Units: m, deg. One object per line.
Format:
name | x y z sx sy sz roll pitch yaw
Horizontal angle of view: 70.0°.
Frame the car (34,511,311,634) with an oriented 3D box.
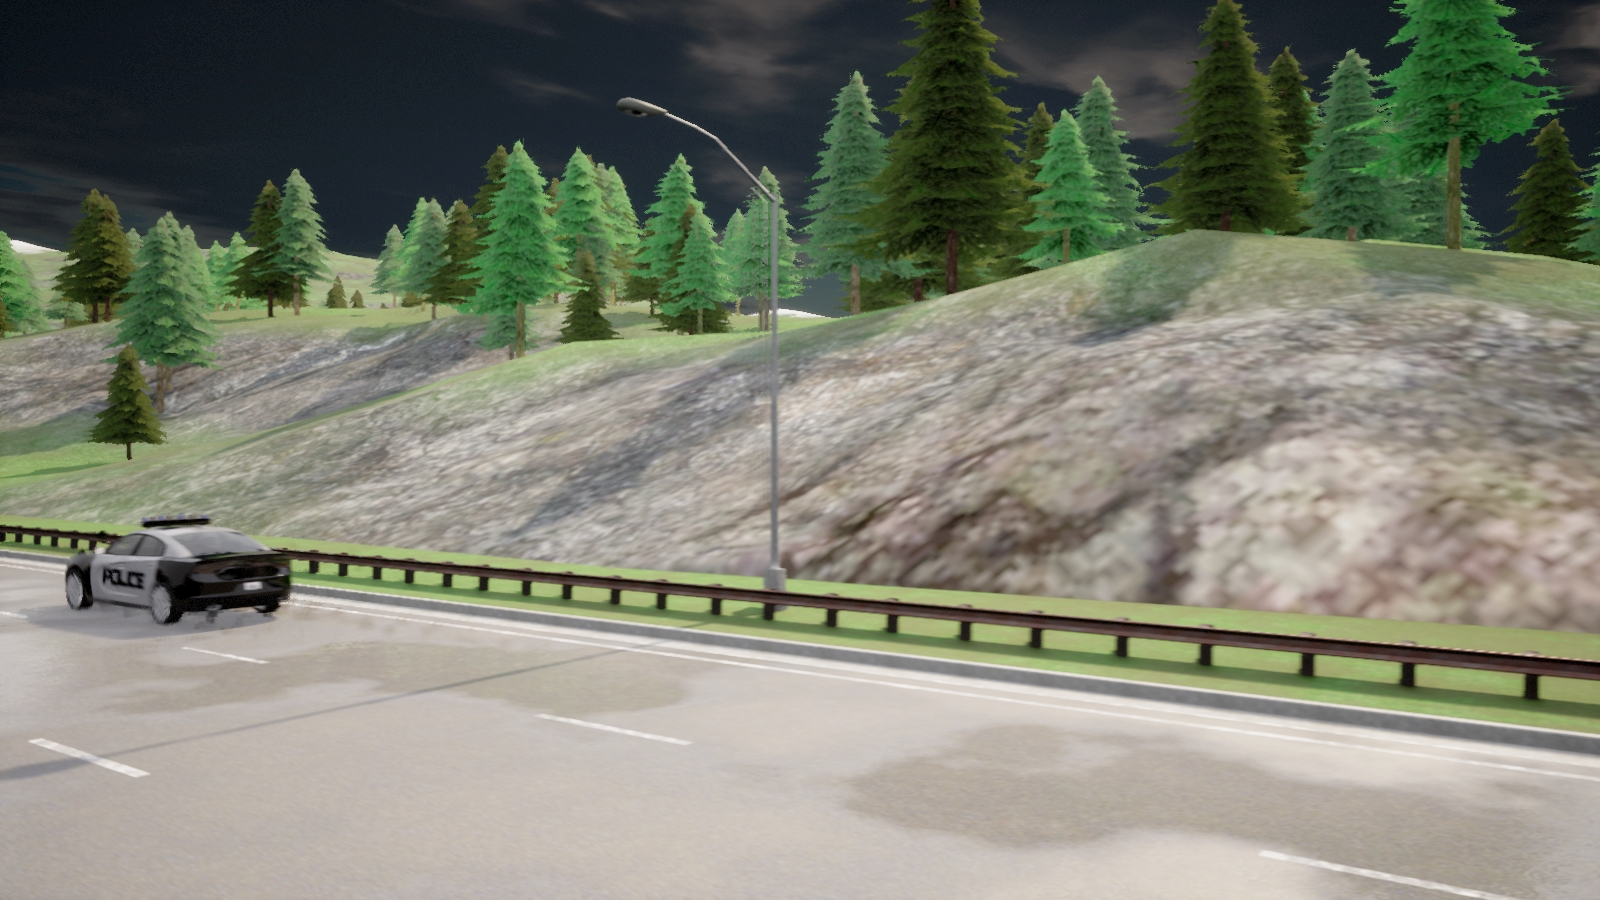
car | -10.943 1.997 19.797 5.238 1.638 2.097 0 0 35
